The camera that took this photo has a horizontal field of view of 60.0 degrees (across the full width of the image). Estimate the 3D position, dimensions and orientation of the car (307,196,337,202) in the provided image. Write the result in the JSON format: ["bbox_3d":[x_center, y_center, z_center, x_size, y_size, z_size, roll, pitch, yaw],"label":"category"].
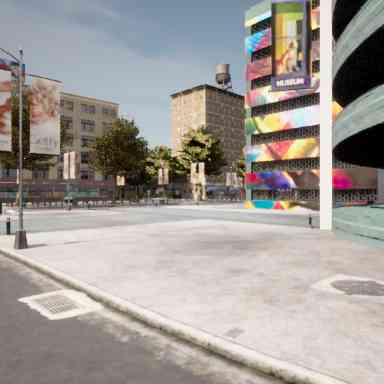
[{"bbox_3d":[14.979,1.320,39.725,4.674,1.452,2.002,0,0,-44],"label":"car"}]
